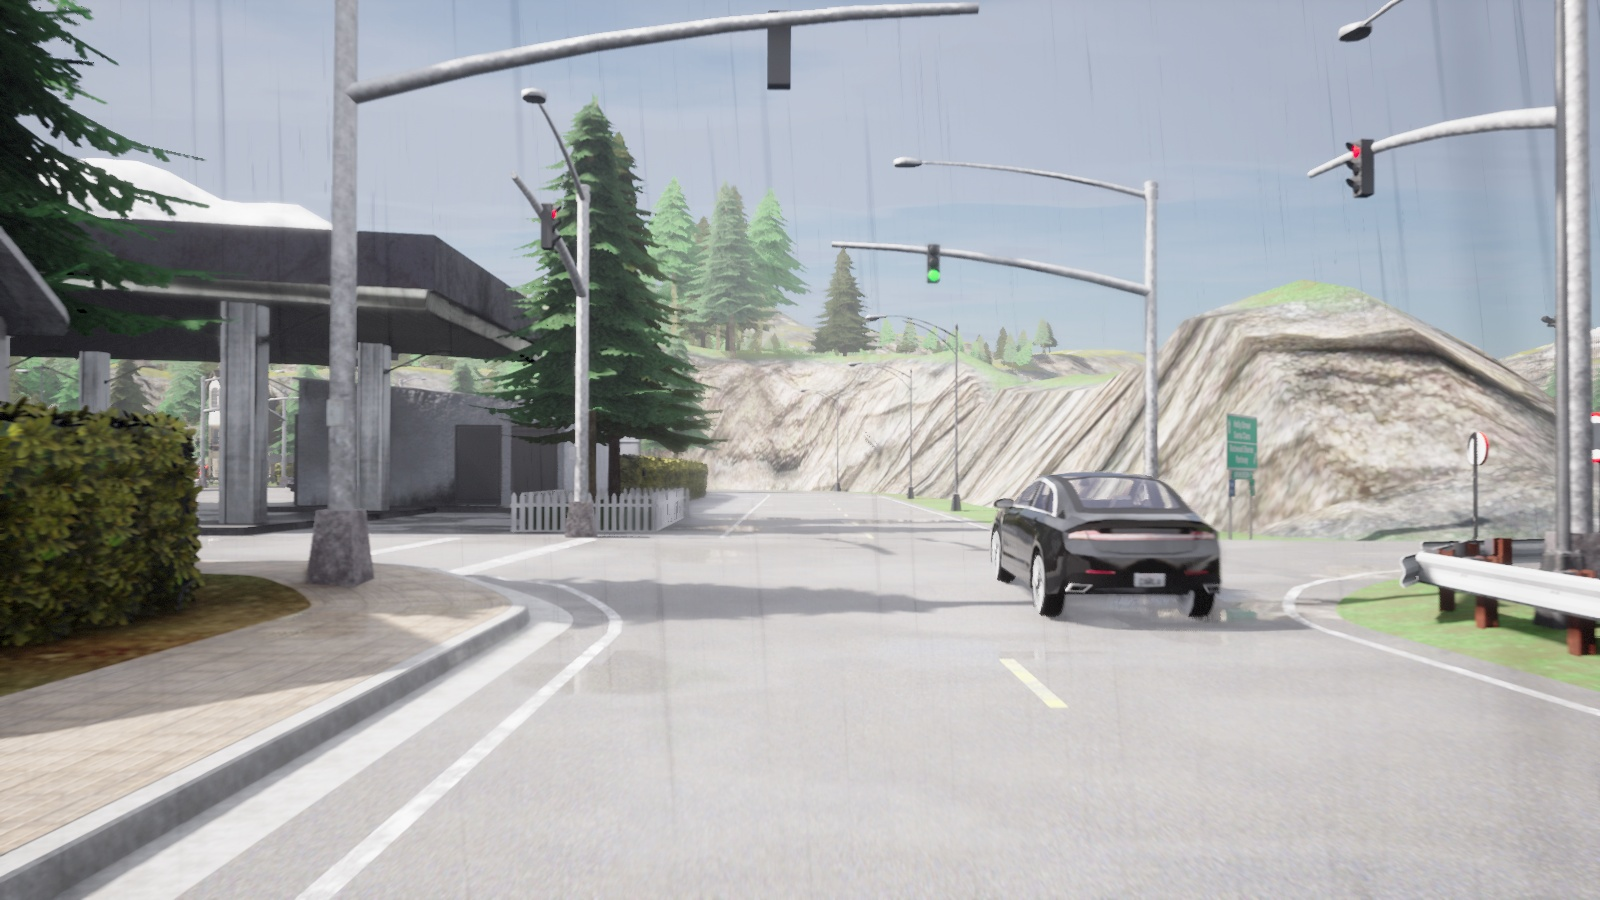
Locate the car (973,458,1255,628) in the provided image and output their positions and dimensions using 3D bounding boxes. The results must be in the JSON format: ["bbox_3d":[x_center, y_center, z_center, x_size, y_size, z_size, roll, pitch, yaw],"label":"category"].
[{"bbox_3d":[3.467,0.943,14.975,2.128,1.511,4.902,0,2,0],"label":"car"}]
